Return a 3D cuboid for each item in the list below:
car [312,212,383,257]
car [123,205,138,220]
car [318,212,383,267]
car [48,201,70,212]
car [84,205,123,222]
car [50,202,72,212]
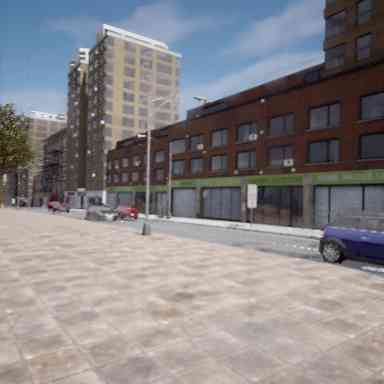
[{"bbox_3d":[7.550,1.664,13.213,1.882,1.535,5.008,2,-2,-35],"label":"car"},{"bbox_3d":[-7.068,2.059,33.842,1.812,1.442,4.674,2,-2,-35],"label":"car"},{"bbox_3d":[6.242,1.442,9.966,2.097,1.767,4.553,2,-2,-35],"label":"car"},{"bbox_3d":[-17.801,1.900,44.075,1.882,1.535,5.008,2,-2,-35],"label":"car"},{"bbox_3d":[-8.418,1.952,30.658,1.812,1.442,4.674,2,-2,-35],"label":"car"},{"bbox_3d":[-21.249,2.468,53.850,2.128,1.511,4.902,2,-3,-35],"label":"car"}]
